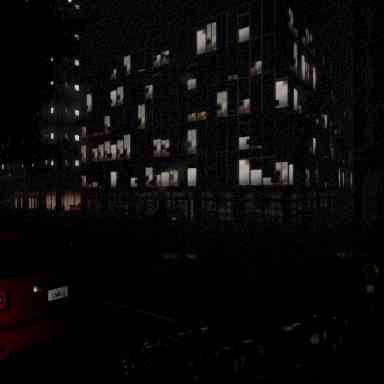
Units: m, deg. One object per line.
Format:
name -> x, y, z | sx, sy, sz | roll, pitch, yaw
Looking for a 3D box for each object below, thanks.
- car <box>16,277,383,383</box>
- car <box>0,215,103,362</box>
car -> 0.925, 1.566, 2.218 | 4.313, 1.339, 1.947 | 0, 0, 36
car -> -3.569, 1.315, 5.428 | 5.009, 1.841, 2.192 | 0, 0, 36
